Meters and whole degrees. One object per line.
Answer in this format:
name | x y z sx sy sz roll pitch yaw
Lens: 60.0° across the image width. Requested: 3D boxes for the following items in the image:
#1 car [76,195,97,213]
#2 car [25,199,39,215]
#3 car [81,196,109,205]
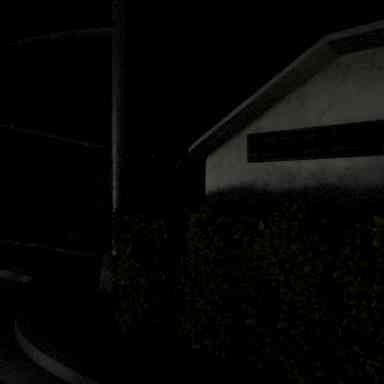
car | -10.444 1.313 35.134 3.866 1.878 1.905 0 0 35
car | -17.248 1.480 32.997 4.611 1.667 2.242 0 0 35
car | -16.940 1.491 57.805 4.902 1.511 2.128 0 0 36
